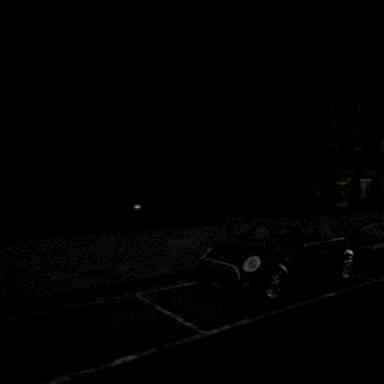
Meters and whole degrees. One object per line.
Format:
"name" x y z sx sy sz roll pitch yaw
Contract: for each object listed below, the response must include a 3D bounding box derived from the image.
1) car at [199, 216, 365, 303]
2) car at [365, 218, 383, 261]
"car" 2.134 1.438 8.167 4.097 1.590 1.967 0 0 -36
"car" 6.722 1.579 11.441 4.206 1.307 1.802 0 0 -36
